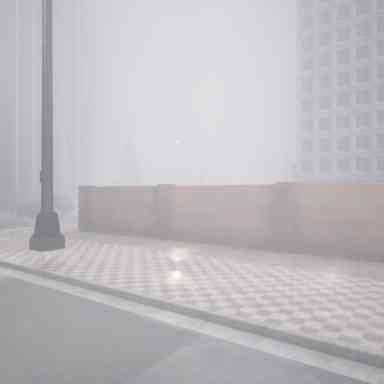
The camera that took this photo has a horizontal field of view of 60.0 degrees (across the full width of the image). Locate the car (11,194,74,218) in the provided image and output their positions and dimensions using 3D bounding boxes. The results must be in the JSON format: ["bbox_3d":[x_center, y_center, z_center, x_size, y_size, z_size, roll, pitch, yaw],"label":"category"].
[{"bbox_3d":[-13.778,1.218,31.164,2.150,2.045,5.566,0,0,35],"label":"car"}]
